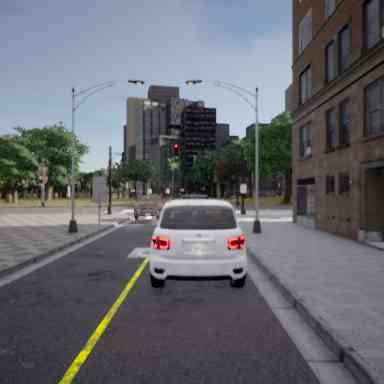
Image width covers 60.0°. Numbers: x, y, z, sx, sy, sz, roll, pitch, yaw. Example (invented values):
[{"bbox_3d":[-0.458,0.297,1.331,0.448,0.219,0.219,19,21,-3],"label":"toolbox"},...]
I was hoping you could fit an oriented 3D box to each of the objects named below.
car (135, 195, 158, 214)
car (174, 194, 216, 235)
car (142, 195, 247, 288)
[{"bbox_3d":[-2.938,0.947,24.413,2.097,1.767,4.553,0,0,0],"label":"car"},{"bbox_3d":[0.151,1.171,19.900,2.150,2.045,5.566,0,0,0],"label":"car"},{"bbox_3d":[0.127,1.198,9.332,2.150,2.045,5.566,0,0,0],"label":"car"}]
